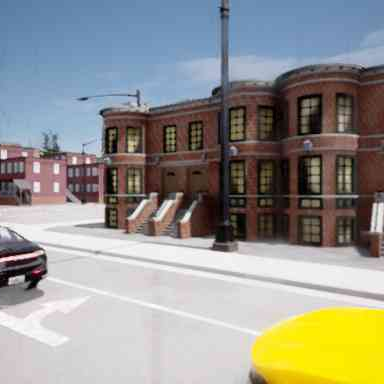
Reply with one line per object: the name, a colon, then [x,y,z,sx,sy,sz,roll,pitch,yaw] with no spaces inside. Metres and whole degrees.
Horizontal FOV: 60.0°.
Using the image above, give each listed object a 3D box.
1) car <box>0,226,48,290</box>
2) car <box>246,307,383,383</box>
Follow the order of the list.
car: [-5.416,1.512,7.864,4.902,1.511,2.128,0,0,34]
car: [2.755,1.475,2.030,5.008,1.535,1.882,0,0,36]
